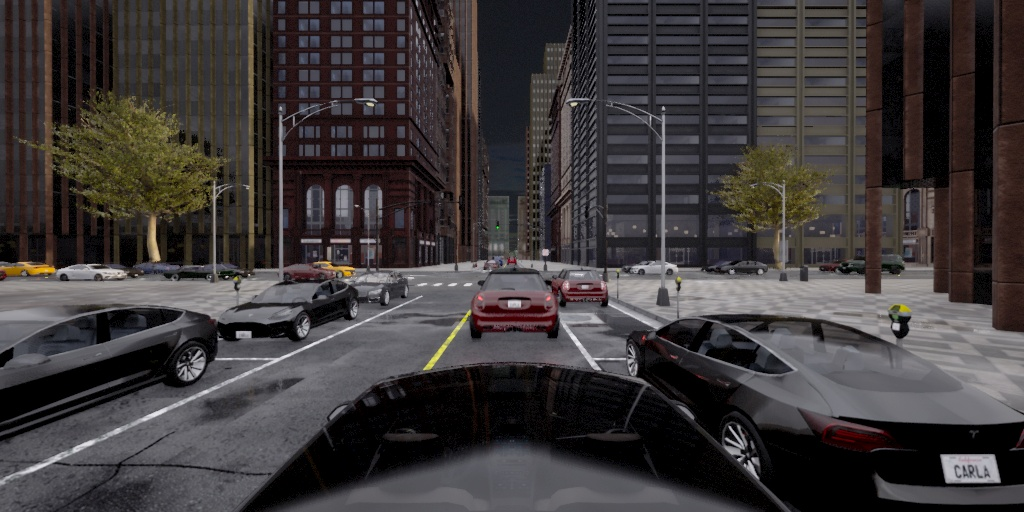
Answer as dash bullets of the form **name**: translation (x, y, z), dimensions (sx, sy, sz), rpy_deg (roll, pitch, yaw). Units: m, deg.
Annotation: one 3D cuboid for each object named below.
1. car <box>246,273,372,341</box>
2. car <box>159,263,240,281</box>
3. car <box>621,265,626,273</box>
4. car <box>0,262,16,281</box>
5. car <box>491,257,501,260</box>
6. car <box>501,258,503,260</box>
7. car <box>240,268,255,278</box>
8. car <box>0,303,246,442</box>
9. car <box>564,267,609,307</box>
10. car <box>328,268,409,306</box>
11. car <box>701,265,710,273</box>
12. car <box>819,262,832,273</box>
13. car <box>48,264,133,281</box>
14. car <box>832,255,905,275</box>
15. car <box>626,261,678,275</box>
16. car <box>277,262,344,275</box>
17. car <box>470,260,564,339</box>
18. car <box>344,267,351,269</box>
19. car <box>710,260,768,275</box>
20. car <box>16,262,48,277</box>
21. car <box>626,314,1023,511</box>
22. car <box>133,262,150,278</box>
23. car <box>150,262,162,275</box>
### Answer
- **car**: translation (-5.756, 1.319, 9.877), dimensions (1.948, 1.339, 4.313), rpy_deg (0, 0, 0)
- **car**: translation (-26.342, 1.455, 30.352), dimensions (4.718, 1.301, 1.895), rpy_deg (0, 0, 0)
- **car**: translation (14.722, 1.231, 40.355), dimensions (4.674, 1.442, 1.812), rpy_deg (0, 0, 0)
- **car**: translation (-46.042, 1.389, 30.369), dimensions (5.008, 1.535, 1.882), rpy_deg (0, 0, 1)
- **car**: translation (-3.026, 1.313, 51.974), dimensions (1.812, 1.442, 4.674), rpy_deg (0, 0, 1)
- **car**: translation (-3.030, 1.400, 61.330), dimensions (1.895, 1.301, 4.718), rpy_deg (0, 0, 0)
- **car**: translation (-27.259, 1.390, 33.602), dimensions (5.357, 1.411, 2.033), rpy_deg (0, 0, 0)
- **car**: translation (-5.761, 1.317, 4.240), dimensions (1.948, 1.339, 4.313), rpy_deg (0, 0, 0)
- **car**: translation (2.774, 1.195, 15.508), dimensions (1.967, 1.591, 4.097), rpy_deg (0, 0, 0)
- **car**: translation (-5.751, 1.306, 15.513), dimensions (2.007, 1.370, 4.403), rpy_deg (0, 0, 0)
- **car**: translation (24.312, 1.232, 40.370), dimensions (5.357, 1.411, 2.033), rpy_deg (0, 0, 0)
- **car**: translation (37.480, 1.135, 40.370), dimensions (5.008, 1.535, 1.882), rpy_deg (0, 0, 0)
- **car**: translation (-35.553, 1.406, 30.343), dimensions (4.674, 1.442, 1.812), rpy_deg (0, 0, 0)
- **car**: translation (37.154, 0.891, 37.123), dimensions (5.566, 2.045, 2.150), rpy_deg (0, 0, 0)
- **car**: translation (14.686, 1.246, 37.112), dimensions (4.674, 1.442, 1.812), rpy_deg (0, 0, 1)
- **car**: translation (-17.242, 1.355, 30.363), dimensions (4.674, 1.442, 1.812), rpy_deg (0, 0, -2)
- **car**: translation (0.076, 1.105, 10.211), dimensions (2.097, 1.767, 4.553), rpy_deg (0, 0, 1)
- **car**: translation (-17.316, 1.292, 33.609), dimensions (5.008, 1.535, 1.882), rpy_deg (0, 0, 1)
- **car**: translation (23.709, 1.205, 37.115), dimensions (4.892, 1.490, 1.837), rpy_deg (0, 0, 0)
- **car**: translation (-50.531, 1.372, 37.020), dimensions (5.008, 1.535, 1.882), rpy_deg (0, 0, 0)
- **car**: translation (2.764, 1.316, 4.235), dimensions (1.948, 1.339, 4.313), rpy_deg (0, 0, 0)
- **car**: translation (-37.893, 1.420, 33.588), dimensions (5.357, 1.411, 2.033), rpy_deg (0, 0, -1)
- **car**: translation (-40.579, 1.397, 40.289), dimensions (5.357, 1.411, 2.033), rpy_deg (0, 0, -1)
